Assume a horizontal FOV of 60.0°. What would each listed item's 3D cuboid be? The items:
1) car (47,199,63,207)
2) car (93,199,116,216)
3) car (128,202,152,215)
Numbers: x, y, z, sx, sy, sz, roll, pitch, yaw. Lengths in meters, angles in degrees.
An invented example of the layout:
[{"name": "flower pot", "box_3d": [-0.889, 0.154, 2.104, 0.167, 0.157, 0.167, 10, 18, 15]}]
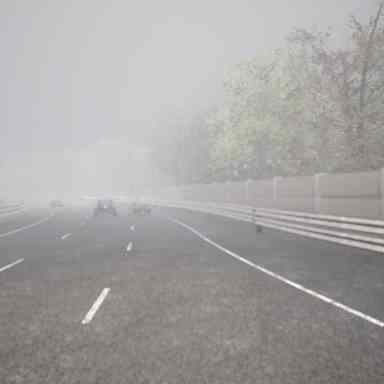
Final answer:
[{"name": "car", "box_3d": [-23.218, 1.866, 56.385, 1.994, 1.385, 4.181, -1, 0, -32]}, {"name": "car", "box_3d": [-9.005, 1.478, 34.143, 2.097, 1.767, 4.553, -1, 0, -18]}, {"name": "car", "box_3d": [-5.648, 1.690, 35.465, 1.895, 1.301, 4.718, -1, 0, -18]}]
